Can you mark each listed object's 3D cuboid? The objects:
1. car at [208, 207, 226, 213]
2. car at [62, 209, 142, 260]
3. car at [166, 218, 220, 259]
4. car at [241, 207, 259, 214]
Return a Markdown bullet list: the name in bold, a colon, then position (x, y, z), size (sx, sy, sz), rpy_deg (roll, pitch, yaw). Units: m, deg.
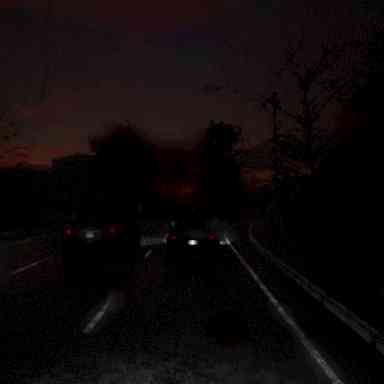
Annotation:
- **car**: position (5.839, 4.450, 79.833), size (4.902, 1.511, 2.128), rpy_deg (-1, -3, 24)
- **car**: position (-3.400, 1.540, 13.407), size (2.097, 1.767, 4.553), rpy_deg (0, -1, 2)
- **car**: position (0.100, 1.753, 13.483), size (1.994, 1.385, 4.181), rpy_deg (0, -1, 2)
- **car**: position (13.405, 4.313, 78.358), size (5.008, 1.535, 1.882), rpy_deg (-3, -4, 45)
